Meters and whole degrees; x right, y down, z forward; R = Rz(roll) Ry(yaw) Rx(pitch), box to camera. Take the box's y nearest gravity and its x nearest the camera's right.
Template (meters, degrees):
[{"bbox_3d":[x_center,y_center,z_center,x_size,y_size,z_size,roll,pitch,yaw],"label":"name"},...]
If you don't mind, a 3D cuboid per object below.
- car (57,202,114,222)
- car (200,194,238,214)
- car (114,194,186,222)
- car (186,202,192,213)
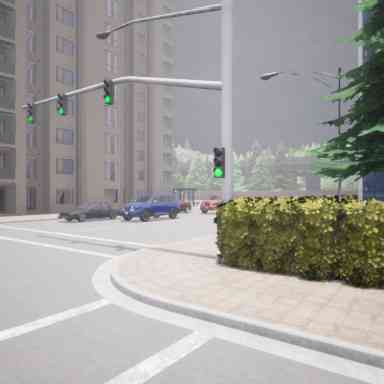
[{"bbox_3d":[-7.859,1.547,26.545,2.033,1.411,5.357,0,0,36],"label":"car"},{"bbox_3d":[3.109,1.221,35.563,2.150,2.045,5.566,0,0,36],"label":"car"},{"bbox_3d":[-3.237,1.221,26.930,2.150,2.045,5.566,0,0,36],"label":"car"},{"bbox_3d":[-2.053,1.478,34.453,1.882,1.535,5.008,0,0,36],"label":"car"}]
